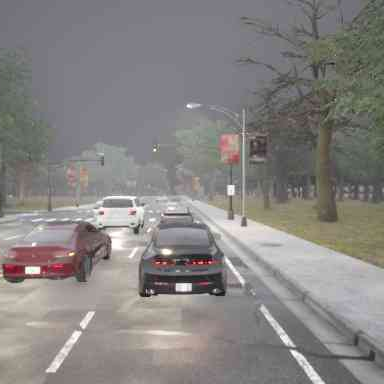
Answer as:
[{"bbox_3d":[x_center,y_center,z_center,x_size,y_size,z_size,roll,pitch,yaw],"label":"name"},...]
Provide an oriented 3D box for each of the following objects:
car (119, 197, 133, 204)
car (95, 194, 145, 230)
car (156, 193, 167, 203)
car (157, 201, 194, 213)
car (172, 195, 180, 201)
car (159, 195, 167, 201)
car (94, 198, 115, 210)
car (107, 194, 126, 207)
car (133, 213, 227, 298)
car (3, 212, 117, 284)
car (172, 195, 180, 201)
[{"bbox_3d":[-12.943,1.700,65.604,1.895,1.301,4.718,0,0,-2],"label":"car"},{"bbox_3d":[-4.040,1.246,19.627,2.150,2.045,5.566,0,0,-4],"label":"car"},{"bbox_3d":[-6.879,1.346,75.195,2.150,2.045,5.566,0,0,-3],"label":"car"},{"bbox_3d":[-0.896,1.514,19.663,2.128,1.511,4.902,0,0,-3],"label":"car"},{"bbox_3d":[-4.174,1.551,86.371,2.128,1.511,4.902,0,0,-3],"label":"car"},{"bbox_3d":[-7.461,1.628,87.046,1.882,1.535,5.008,0,0,-3],"label":"car"},{"bbox_3d":[-12.051,1.587,45.940,1.812,1.442,4.674,0,0,-3],"label":"car"},{"bbox_3d":[-12.518,1.300,55.731,2.150,2.045,5.566,0,0,-2],"label":"car"},{"bbox_3d":[-0.263,1.514,8.567,1.837,1.490,4.892,0,0,-3],"label":"car"},{"bbox_3d":[-3.568,1.536,9.519,1.812,1.442,4.674,0,0,-3],"label":"car"},{"bbox_3d":[-3.664,1.660,75.968,2.033,1.411,5.357,0,0,-3],"label":"car"}]
